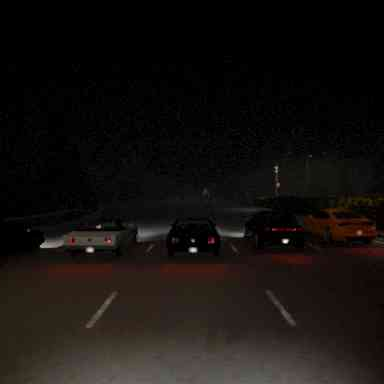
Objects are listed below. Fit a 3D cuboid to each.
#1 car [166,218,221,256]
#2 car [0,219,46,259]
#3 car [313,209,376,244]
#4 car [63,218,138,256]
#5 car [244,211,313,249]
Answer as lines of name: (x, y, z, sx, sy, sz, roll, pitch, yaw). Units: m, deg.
car: (0.061, 1.688, 13.508, 1.895, 1.301, 4.718, 0, 0, 0)
car: (-6.957, 1.620, 11.218, 2.033, 1.411, 5.357, 0, 0, 1)
car: (7.075, 1.584, 16.495, 1.882, 1.535, 5.008, 0, 0, 0)
car: (-3.439, 1.688, 13.508, 1.895, 1.301, 4.718, 0, 0, 0)
car: (3.568, 1.604, 15.051, 1.837, 1.490, 4.892, 0, 0, 0)
